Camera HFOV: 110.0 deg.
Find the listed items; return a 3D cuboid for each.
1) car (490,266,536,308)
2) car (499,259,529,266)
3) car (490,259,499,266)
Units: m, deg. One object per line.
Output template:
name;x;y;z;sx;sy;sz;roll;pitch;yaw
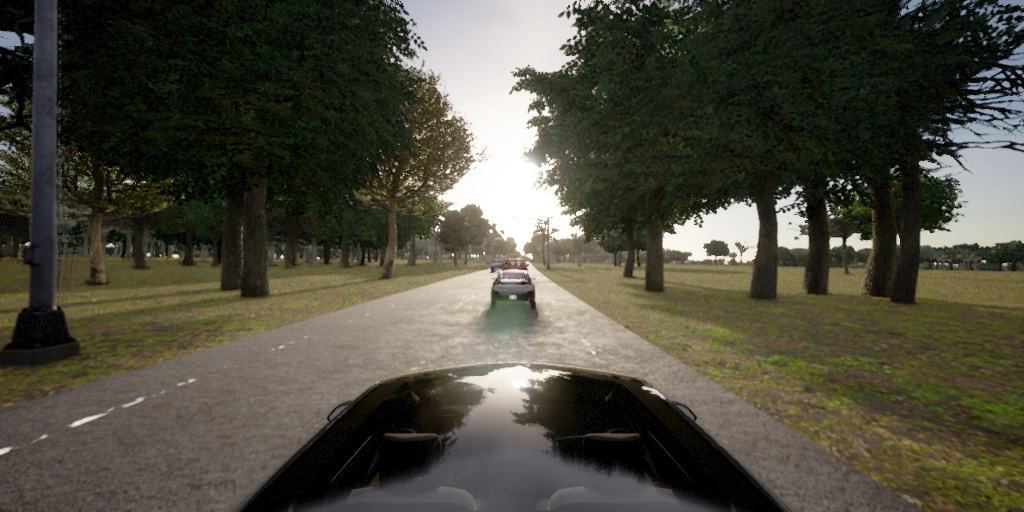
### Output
car;0.068;1.383;16.121;2.128;1.511;4.902;0;0;1
car;0.301;1.257;30.824;2.150;2.045;5.566;0;0;1
car;-2.325;1.572;58.862;2.150;2.045;5.566;0;-1;3
